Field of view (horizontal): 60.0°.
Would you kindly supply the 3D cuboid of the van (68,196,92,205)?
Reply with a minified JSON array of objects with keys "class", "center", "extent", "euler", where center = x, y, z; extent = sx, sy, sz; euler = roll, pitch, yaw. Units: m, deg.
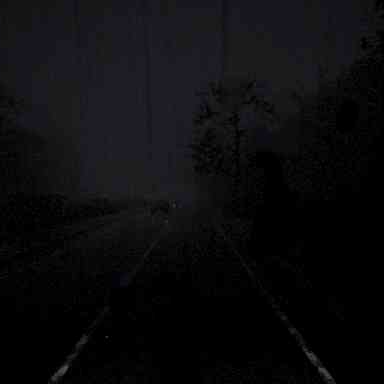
[{"class":"van","center":[-23.502,1.800,69.780],"extent":[4.442,1.987,1.878],"euler":[0,-1,0]}]

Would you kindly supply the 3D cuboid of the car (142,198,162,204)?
[{"class":"car","center":[-10.307,2.363,86.505],"extent":[5.008,1.535,2.097],"euler":[0,-1,0]}]

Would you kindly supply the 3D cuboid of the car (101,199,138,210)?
[{"class":"car","center":[-10.283,1.762,47.654],"extent":[4.792,1.488,2.163],"euler":[0,-1,0]}]

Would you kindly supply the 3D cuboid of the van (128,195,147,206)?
[{"class":"van","center":[-10.426,1.603,55.985],"extent":[4.442,1.987,1.878],"euler":[0,-1,0]}]

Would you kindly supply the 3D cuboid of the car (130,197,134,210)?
[{"class":"car","center":[-10.320,1.669,42.102],"extent":[4.892,1.521,2.231],"euler":[0,-1,0]}]

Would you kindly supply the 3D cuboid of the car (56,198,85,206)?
[{"class":"car","center":[-23.416,1.963,64.365],"extent":[4.792,1.488,2.163],"euler":[0,-1,0]}]

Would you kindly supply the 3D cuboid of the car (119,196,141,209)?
[{"class":"car","center":[-10.127,1.697,44.878],"extent":[5.366,1.575,1.946],"euler":[0,-1,0]}]

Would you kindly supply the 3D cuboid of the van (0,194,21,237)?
[{"class":"van","center":[-10.204,1.196,14.361],"extent":[4.442,1.987,1.878],"euler":[0,0,0]}]

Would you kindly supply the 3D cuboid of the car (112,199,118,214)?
[{"class":"car","center":[-10.284,1.446,33.776],"extent":[4.553,1.767,2.185],"euler":[0,-1,0]}]

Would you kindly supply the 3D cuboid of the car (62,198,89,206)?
[{"class":"car","center":[-23.415,2.005,67.004],"extent":[4.792,1.488,2.163],"euler":[0,-1,0]}]

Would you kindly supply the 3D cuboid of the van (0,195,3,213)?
[{"class":"van","center":[-23.511,1.378,36.546],"extent":[4.442,1.987,1.878],"euler":[0,-1,0]}]

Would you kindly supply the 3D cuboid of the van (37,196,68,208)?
[{"class":"van","center":[-23.506,1.603,56.061],"extent":[4.442,1.987,1.878],"euler":[0,-1,0]}]

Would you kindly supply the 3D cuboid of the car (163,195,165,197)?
[{"class":"car","center":[-10.330,2.055,83.735],"extent":[5.566,2.045,2.435],"euler":[0,-1,0]}]

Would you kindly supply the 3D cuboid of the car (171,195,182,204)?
[{"class":"car","center":[-3.424,2.009,78.415],"extent":[1.812,1.442,4.674],"euler":[0,-1,0]}]

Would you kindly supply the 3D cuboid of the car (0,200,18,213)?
[{"class":"car","center":[-23.397,1.675,39.313],"extent":[4.674,1.452,2.002],"euler":[0,-1,0]}]

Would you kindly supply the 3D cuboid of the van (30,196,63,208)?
[{"class":"van","center":[-23.273,1.571,53.291],"extent":[4.442,1.987,1.878],"euler":[0,-1,0]}]

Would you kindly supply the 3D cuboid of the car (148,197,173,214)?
[{"class":"car","center":[-3.374,1.630,36.578],"extent":[1.812,1.442,4.674],"euler":[0,-1,0]}]

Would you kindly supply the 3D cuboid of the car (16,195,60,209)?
[{"class":"car","center":[-23.363,1.514,50.522],"extent":[5.566,2.045,2.435],"euler":[0,-1,0]}]

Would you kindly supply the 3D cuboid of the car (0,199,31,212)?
[{"class":"car","center":[-23.388,1.669,42.208],"extent":[5.008,1.535,2.097],"euler":[0,-1,0]}]

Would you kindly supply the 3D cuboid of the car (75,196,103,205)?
[{"class":"car","center":[-23.413,1.887,75.443],"extent":[5.566,2.045,2.435],"euler":[0,-1,0]}]

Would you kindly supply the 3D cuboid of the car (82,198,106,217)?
[{"class":"car","center":[-10.312,1.508,28.222],"extent":[5.008,1.535,2.097],"euler":[0,-1,0]}]

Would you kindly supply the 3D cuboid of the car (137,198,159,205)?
[{"class":"car","center":[-10.310,2.195,78.178],"extent":[4.892,1.521,2.231],"euler":[0,-1,0]}]

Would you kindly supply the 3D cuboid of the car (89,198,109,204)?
[{"class":"car","center":[-23.379,2.346,83.745],"extent":[4.674,1.452,2.002],"euler":[0,-1,0]}]

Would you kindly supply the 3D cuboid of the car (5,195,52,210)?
[{"class":"car","center":[-23.364,1.482,47.752],"extent":[5.566,2.045,2.435],"euler":[0,-1,0]}]

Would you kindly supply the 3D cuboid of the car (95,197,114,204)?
[{"class":"car","center":[-23.412,2.290,89.163],"extent":[4.553,1.767,2.185],"euler":[0,-1,0]}]

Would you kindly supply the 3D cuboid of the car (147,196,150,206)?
[{"class":"car","center":[-10.338,1.890,58.758],"extent":[4.792,1.488,2.163],"euler":[0,-1,0]}]

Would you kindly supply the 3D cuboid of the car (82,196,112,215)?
[{"class":"car","center":[-10.285,1.414,31.000],"extent":[4.553,1.767,2.185],"euler":[0,-1,0]}]

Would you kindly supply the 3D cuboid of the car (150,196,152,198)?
[{"class":"car","center":[-10.339,1.769,61.533],"extent":[4.553,1.767,2.185],"euler":[0,-1,0]}]

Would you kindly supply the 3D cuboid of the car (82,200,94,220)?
[{"class":"car","center":[-10.320,1.516,25.446],"extent":[4.674,1.452,2.002],"euler":[0,-1,0]}]

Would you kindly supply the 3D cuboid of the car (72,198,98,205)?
[{"class":"car","center":[-23.356,2.112,72.668],"extent":[4.792,1.488,2.163],"euler":[0,-1,0]}]

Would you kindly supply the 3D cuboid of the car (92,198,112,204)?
[{"class":"car","center":[-23.352,2.392,86.515],"extent":[4.792,1.488,2.163],"euler":[0,-1,0]}]

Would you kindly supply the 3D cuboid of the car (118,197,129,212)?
[{"class":"car","center":[-10.129,1.601,36.550],"extent":[5.366,1.575,1.946],"euler":[0,-1,0]}]

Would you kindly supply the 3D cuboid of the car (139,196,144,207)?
[{"class":"car","center":[-10.282,1.794,50.430],"extent":[4.792,1.488,2.163],"euler":[0,-1,0]}]

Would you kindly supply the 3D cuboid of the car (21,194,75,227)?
[{"class":"car","center":[-10.348,1.160,19.897],"extent":[5.566,2.045,2.435],"euler":[0,-1,0]}]

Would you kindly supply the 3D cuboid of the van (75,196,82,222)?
[{"class":"van","center":[-10.202,1.218,22.673],"extent":[4.442,1.987,1.878],"euler":[0,-1,0]}]

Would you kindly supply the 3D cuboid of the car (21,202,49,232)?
[{"class":"car","center":[-10.349,1.439,17.144],"extent":[4.792,1.488,2.163],"euler":[0,0,0]}]

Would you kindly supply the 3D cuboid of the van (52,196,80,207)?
[{"class":"van","center":[-23.279,1.670,61.617],"extent":[4.442,1.987,1.878],"euler":[0,-1,0]}]

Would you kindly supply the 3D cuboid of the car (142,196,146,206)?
[{"class":"car","center":[-10.281,1.826,53.206],"extent":[4.792,1.488,2.163],"euler":[0,-1,0]}]

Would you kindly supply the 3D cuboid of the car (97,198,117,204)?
[{"class":"car","center":[-23.374,2.472,91.931],"extent":[5.008,1.535,2.097],"euler":[0,-1,0]}]
